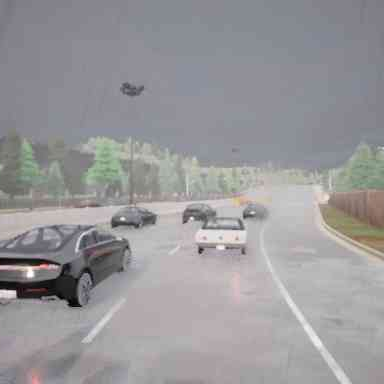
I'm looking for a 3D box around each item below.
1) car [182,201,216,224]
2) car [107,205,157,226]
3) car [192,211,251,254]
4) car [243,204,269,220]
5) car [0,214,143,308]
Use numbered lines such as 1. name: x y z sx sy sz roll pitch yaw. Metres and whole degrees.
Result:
1. car: 0.668 1.653 25.991 1.837 1.490 4.892 0 0 16
2. car: -3.850 1.668 22.738 1.994 1.385 4.181 0 0 14
3. car: 1.367 1.687 13.949 1.895 1.301 4.718 0 0 9
4. car: 5.890 1.768 30.659 1.994 1.385 4.181 0 0 19
5. car: -2.876 1.520 8.015 2.128 1.511 4.902 0 0 5
